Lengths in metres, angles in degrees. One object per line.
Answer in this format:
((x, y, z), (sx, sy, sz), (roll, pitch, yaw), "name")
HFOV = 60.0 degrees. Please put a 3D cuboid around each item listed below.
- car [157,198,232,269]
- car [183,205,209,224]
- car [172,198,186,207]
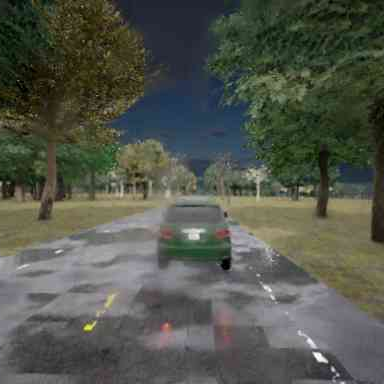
((0.108, 1.284, 11.531), (2.150, 2.045, 5.566), (0, 0, 1), "car")
((0.373, 1.750, 27.001), (1.895, 1.301, 4.718), (0, 0, 2), "car")
((-2.235, 1.835, 57.949), (2.128, 1.511, 4.902), (0, 0, 2), "car")
